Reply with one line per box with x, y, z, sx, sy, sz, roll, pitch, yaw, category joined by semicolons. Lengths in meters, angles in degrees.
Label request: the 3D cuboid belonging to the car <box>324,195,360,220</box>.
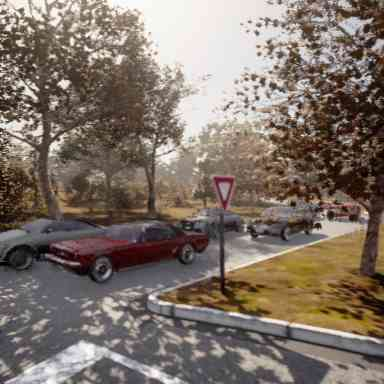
12.942;1.301;28.175;2.150;2.045;5.566;0;-1;30;car

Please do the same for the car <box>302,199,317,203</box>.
9.693;1.629;28.858;2.033;1.411;5.357;0;0;30;car

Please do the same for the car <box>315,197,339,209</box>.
18.650;1.524;46.180;1.882;1.535;5.008;0;0;7;car

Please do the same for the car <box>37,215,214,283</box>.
-1.717;1.576;9.864;4.718;1.301;1.895;0;0;-45;car

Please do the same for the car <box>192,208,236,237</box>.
1.039;1.548;17.606;1.994;1.385;4.181;0;0;39;car

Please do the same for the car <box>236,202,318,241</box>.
4.562;1.477;16.751;2.128;1.511;4.902;0;0;39;car

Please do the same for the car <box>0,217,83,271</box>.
-4.687;1.546;11.030;1.994;1.385;4.181;0;0;43;car
